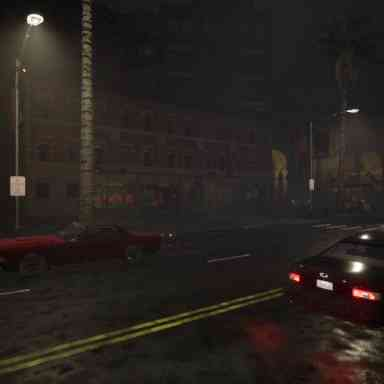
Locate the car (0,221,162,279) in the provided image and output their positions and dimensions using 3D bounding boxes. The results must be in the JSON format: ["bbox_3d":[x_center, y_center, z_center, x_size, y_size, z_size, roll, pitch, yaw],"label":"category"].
[{"bbox_3d":[-3.391,1.601,10.181,4.718,1.301,1.895,0,0,-36],"label":"car"}]

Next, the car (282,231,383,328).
[{"bbox_3d":[4.182,1.547,6.844,5.357,1.411,2.033,0,0,-36],"label":"car"}]
